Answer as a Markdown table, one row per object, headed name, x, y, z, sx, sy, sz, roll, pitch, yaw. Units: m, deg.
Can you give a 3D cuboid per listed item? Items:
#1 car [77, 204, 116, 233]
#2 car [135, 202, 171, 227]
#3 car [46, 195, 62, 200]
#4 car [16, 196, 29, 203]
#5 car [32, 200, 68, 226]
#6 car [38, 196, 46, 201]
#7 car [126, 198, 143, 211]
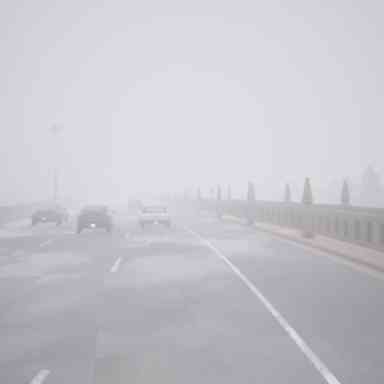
| name | x | y | z | sx | sy | sz | roll | pitch | yaw |
| --- | --- | --- | --- | --- | --- | --- | --- | --- | --- |
| car | -5.717 | 1.519 | 20.033 | 1.837 | 1.490 | 4.892 | 0 | 0 | -11 |
| car | -2.661 | 1.603 | 22.692 | 1.895 | 1.301 | 4.718 | 0 | 0 | -12 |
| car | -28.818 | 1.438 | 70.121 | 2.097 | 1.767 | 4.553 | 0 | 0 | -14 |
| car | -36.356 | 1.648 | 71.429 | 1.994 | 1.385 | 4.181 | 0 | 0 | -14 |
| car | -10.105 | 1.555 | 23.825 | 1.812 | 1.442 | 4.674 | 0 | 0 | -13 |
| car | -33.847 | 1.586 | 75.848 | 1.837 | 1.490 | 4.892 | 0 | 0 | -14 |
| car | -7.055 | 1.517 | 40.982 | 1.837 | 1.490 | 4.892 | 0 | 0 | -14 |
